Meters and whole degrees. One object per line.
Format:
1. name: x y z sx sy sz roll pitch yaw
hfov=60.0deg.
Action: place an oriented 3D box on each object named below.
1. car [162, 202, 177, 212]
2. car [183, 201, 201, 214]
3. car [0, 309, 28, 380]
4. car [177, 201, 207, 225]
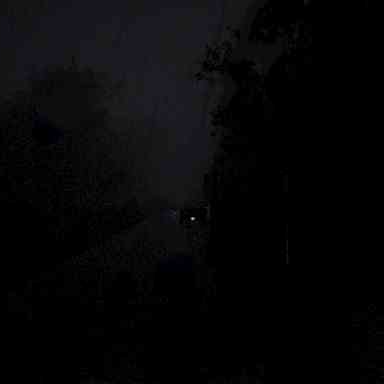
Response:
1. car: -2.916 2.085 45.896 1.994 1.385 4.181 0 -1 0
2. car: -0.001 1.947 42.984 2.128 1.511 4.902 0 -1 0
3. car: -2.854 1.601 1.681 1.895 1.301 4.718 0 0 0
4. car: 0.053 1.667 25.853 1.837 1.490 4.892 0 -1 0
